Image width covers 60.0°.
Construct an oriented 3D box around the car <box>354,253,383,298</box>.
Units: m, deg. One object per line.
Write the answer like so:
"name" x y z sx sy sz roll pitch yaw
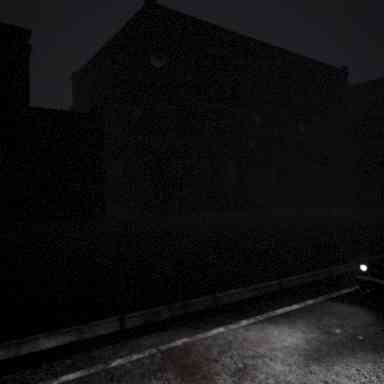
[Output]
"car" 5.614 1.598 7.325 4.718 1.301 1.895 0 0 -35
